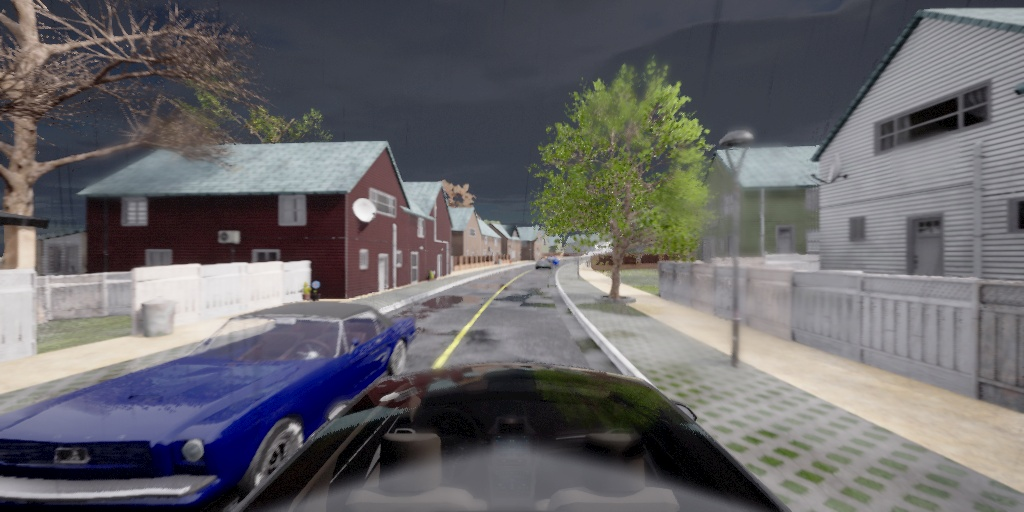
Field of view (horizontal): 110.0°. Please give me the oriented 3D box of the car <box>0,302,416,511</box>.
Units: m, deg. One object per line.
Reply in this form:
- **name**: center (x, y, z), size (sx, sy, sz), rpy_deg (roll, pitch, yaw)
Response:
- **car**: center (-2.749, 1.341, 4.475), size (1.895, 1.301, 4.718), rpy_deg (0, 0, 1)

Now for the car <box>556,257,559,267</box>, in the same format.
- **car**: center (6.137, 0.797, 54.991), size (1.882, 1.535, 5.008), rpy_deg (0, 1, 13)

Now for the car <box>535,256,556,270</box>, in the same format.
- **car**: center (4.067, 1.014, 45.118), size (1.994, 1.385, 4.181), rpy_deg (0, 1, 11)
